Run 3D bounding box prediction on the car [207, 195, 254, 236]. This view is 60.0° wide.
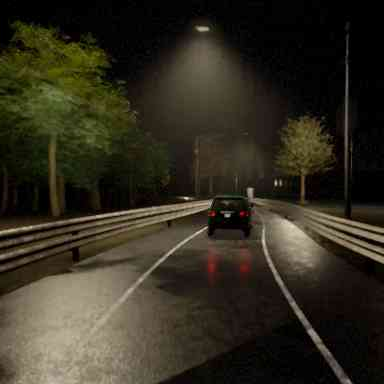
[{"bbox_3d":[2.240,1.229,18.615,2.150,2.045,5.566,0,0,12],"label":"car"}]

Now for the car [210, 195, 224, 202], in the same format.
[{"bbox_3d":[5.522,1.458,75.166,2.128,1.511,4.902,0,0,-8],"label":"car"}]
